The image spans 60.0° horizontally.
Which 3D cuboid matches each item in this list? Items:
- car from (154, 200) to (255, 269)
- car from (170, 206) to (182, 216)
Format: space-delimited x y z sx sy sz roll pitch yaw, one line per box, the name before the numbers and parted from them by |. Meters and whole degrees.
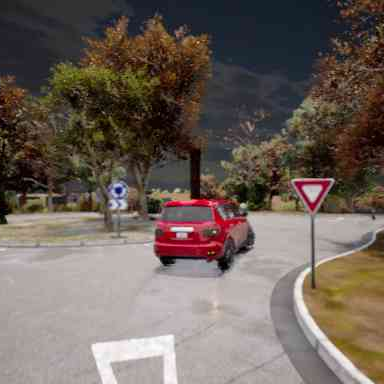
car | 0.645 1.284 11.702 2.150 2.045 5.566 -2 -1 20
car | -3.352 4.153 71.208 2.150 2.045 5.566 0 -5 3
